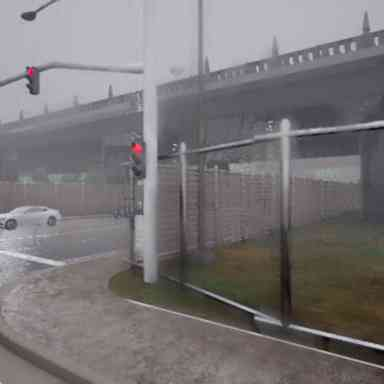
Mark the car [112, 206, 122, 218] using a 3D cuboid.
[{"bbox_3d":[-5.298,1.641,31.276,2.128,1.511,4.902,0,0,35],"label":"car"}]

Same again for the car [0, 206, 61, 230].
[{"bbox_3d":[-11.283,1.676,22.810,1.812,1.442,4.674,0,0,33],"label":"car"}]
